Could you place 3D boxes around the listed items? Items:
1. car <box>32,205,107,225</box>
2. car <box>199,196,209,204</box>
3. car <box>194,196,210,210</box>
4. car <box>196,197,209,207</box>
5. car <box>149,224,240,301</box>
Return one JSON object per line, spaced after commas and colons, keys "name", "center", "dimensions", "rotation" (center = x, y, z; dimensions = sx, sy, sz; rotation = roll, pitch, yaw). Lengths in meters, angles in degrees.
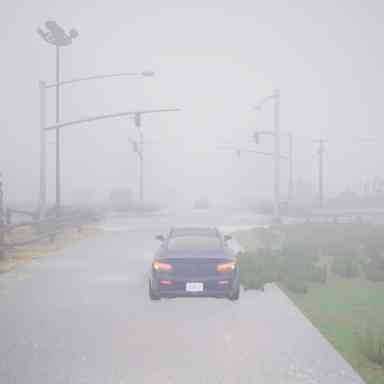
{"name": "car", "center": [-8.501, 1.601, 23.356], "dimensions": [4.718, 1.301, 1.895], "rotation": [0, 0, 6]}
{"name": "car", "center": [2.467, 1.512, 66.829], "dimensions": [2.033, 1.411, 5.357], "rotation": [0, 0, 3]}
{"name": "car", "center": [1.272, 1.512, 42.890], "dimensions": [2.033, 1.411, 5.357], "rotation": [0, 0, 3]}
{"name": "car", "center": [1.776, 1.512, 53.532], "dimensions": [2.033, 1.411, 5.357], "rotation": [0, 0, 3]}
{"name": "car", "center": [0.049, 1.526, 8.230], "dimensions": [1.812, 1.442, 4.674], "rotation": [0, 0, 0]}
